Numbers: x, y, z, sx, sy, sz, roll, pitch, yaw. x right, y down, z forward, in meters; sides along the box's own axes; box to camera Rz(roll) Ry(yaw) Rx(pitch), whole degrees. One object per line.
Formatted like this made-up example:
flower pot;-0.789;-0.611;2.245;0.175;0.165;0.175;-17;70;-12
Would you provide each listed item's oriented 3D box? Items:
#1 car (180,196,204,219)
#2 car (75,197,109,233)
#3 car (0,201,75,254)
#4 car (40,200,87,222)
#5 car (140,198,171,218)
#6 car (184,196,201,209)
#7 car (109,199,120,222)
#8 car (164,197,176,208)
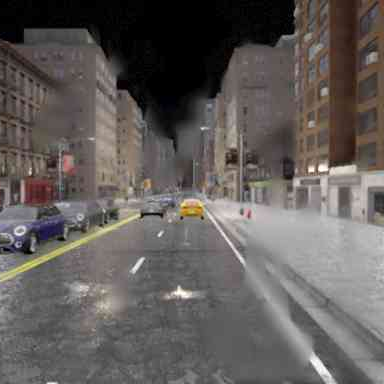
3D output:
car;0.012;1.366;28.053;1.882;1.535;5.008;0;0;0
car;-6.499;1.271;18.942;2.097;1.767;4.553;0;0;0
car;-6.595;1.293;13.123;2.097;1.767;4.553;0;0;0
car;-9.812;1.422;25.819;1.812;1.442;4.674;0;0;1
car;-3.230;1.451;28.728;1.994;1.385;4.181;0;0;0
car;0.055;1.331;44.072;2.128;1.511;4.902;0;0;0
car;-6.575;1.256;23.532;2.097;1.767;4.553;0;0;0
car;-3.187;1.363;44.493;1.812;1.442;4.674;0;0;0
